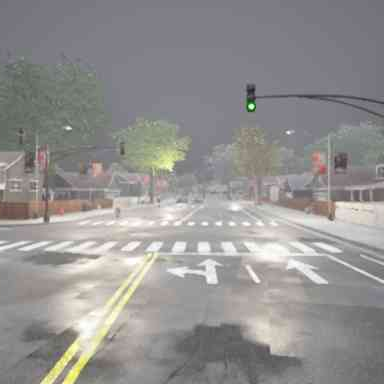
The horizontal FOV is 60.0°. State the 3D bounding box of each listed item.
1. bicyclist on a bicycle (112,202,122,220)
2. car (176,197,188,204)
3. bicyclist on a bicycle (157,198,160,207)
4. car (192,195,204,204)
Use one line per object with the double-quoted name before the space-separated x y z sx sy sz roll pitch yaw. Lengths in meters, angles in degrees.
"bicyclist on a bicycle" -6.566 1.647 29.273 0.866 1.612 1.509 0 0 3
"car" -1.983 1.669 68.430 1.994 1.385 4.181 0 0 6
"bicyclist on a bicycle" -5.479 1.778 54.924 0.582 1.620 1.656 0 0 4
"car" 1.257 1.473 68.178 2.097 1.767 4.553 0 0 6
